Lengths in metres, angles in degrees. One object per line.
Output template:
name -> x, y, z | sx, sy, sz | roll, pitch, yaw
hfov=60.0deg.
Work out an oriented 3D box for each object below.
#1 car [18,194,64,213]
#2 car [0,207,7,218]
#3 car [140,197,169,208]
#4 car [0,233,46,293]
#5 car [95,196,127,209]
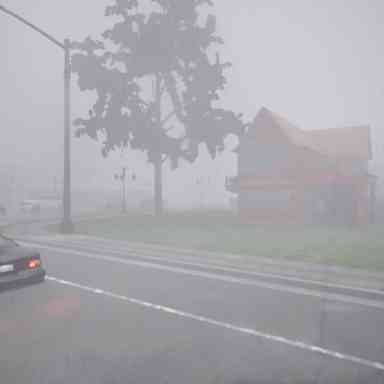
car -> -16.572, 1.243, 37.607 | 2.150, 2.045, 5.566 | 0, 0, 33
car -> -18.437, 1.500, 28.241 | 1.882, 1.535, 5.008 | 0, 0, 37
car -> -5.349, 1.523, 47.685 | 1.837, 1.490, 4.892 | 0, 0, 34
car -> -5.697, 1.553, 8.006 | 5.357, 1.411, 2.033 | 0, 0, 36
car -> -11.104, 1.373, 45.713 | 2.097, 1.767, 4.553 | 0, 0, 34
